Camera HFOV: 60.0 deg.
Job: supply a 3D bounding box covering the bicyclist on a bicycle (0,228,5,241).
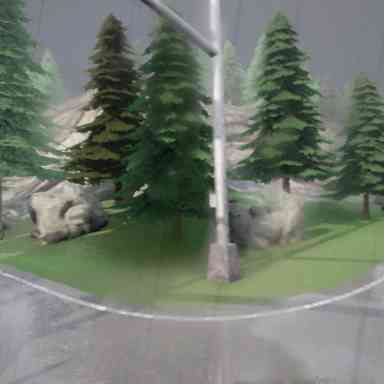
[{"bbox_3d":[-10.195,1.760,16.429,0.582,1.620,1.656,-5,4,42],"label":"bicyclist on a bicycle"}]
